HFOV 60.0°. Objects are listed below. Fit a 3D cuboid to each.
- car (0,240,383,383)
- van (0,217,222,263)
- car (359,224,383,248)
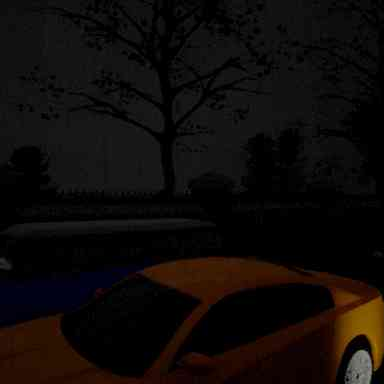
[{"bbox_3d":[0.037,1.498,3.404,5.008,1.535,1.882,1,0,-36],"label":"car"},{"bbox_3d":[-1.282,1.364,5.647,3.998,1.788,1.690,1,0,-36],"label":"van"},{"bbox_3d":[7.880,1.710,12.189,4.313,1.339,1.947,1,-1,-36],"label":"car"}]
